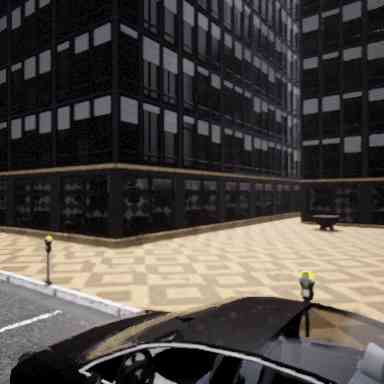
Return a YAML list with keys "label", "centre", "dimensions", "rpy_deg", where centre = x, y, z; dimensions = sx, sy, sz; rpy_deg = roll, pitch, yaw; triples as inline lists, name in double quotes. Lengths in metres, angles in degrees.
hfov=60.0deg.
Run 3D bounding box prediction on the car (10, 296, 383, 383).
- label: "car"
  centre: [0.336, 1.565, 2.599]
  dimensions: [4.313, 1.339, 1.947]
  rpy_deg: [0, 0, 36]
